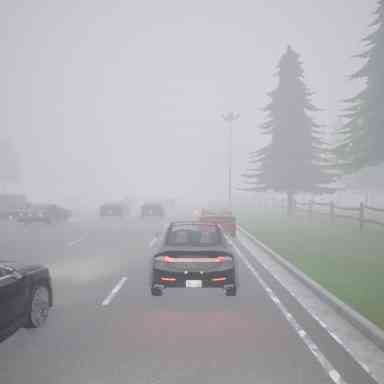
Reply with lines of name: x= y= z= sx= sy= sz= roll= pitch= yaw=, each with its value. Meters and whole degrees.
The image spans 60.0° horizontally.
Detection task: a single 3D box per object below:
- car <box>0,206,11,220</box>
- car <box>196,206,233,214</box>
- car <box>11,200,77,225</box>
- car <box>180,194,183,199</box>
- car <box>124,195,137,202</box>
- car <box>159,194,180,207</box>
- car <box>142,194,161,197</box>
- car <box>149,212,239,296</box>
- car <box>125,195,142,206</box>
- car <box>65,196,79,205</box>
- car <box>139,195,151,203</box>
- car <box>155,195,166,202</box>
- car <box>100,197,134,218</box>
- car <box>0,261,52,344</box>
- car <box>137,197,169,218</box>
car: x=-13.959 y=1.601 z=27.850 sx=1.895 sy=1.301 sz=4.718 roll=0 pitch=0 yaw=-1
car: x=1.220 y=1.478 z=17.953 sx=1.882 sy=1.535 sz=5.008 roll=0 pitch=0 yaw=0
car: x=-10.405 y=1.547 z=23.946 sx=2.033 sy=1.411 sz=5.357 roll=0 pitch=0 yaw=0
car: x=-3.418 y=1.547 z=68.945 sx=2.033 sy=1.411 sz=5.357 roll=0 pitch=0 yaw=0
car: x=-14.020 y=1.477 z=76.198 sx=1.882 sy=1.535 sz=5.008 roll=0 pitch=0 yaw=0
car: x=-3.413 y=1.491 z=50.764 sx=2.128 sy=1.511 sz=4.902 roll=0 pitch=0 yaw=0
car: x=-6.914 y=1.491 z=57.312 sx=2.128 sy=1.511 sz=4.902 roll=0 pitch=0 yaw=0
car: x=0.050 y=1.491 z=8.611 sx=2.128 sy=1.511 sz=4.902 roll=0 pitch=0 yaw=0
car: x=-10.416 y=1.352 z=56.574 sx=2.097 sy=1.767 sz=4.553 roll=0 pitch=0 yaw=0
car: x=-20.625 y=1.477 z=56.987 sx=1.882 sy=1.535 sz=5.008 roll=0 pitch=0 yaw=-25
car: x=-10.519 y=1.524 z=74.490 sx=2.128 sy=1.511 sz=4.902 roll=0 pitch=0 yaw=0
car: x=-7.017 y=1.500 z=74.590 sx=1.837 sy=1.490 sz=4.892 roll=0 pitch=0 yaw=0
car: x=-6.908 y=1.477 z=30.234 sx=1.882 sy=1.535 sz=5.008 roll=0 pitch=0 yaw=0
car: x=-3.401 y=1.491 z=4.021 sx=2.128 sy=1.511 sz=4.902 roll=0 pitch=0 yaw=0
car: x=-3.408 y=1.477 z=30.050 sx=1.882 sy=1.535 sz=5.008 roll=0 pitch=0 yaw=0
